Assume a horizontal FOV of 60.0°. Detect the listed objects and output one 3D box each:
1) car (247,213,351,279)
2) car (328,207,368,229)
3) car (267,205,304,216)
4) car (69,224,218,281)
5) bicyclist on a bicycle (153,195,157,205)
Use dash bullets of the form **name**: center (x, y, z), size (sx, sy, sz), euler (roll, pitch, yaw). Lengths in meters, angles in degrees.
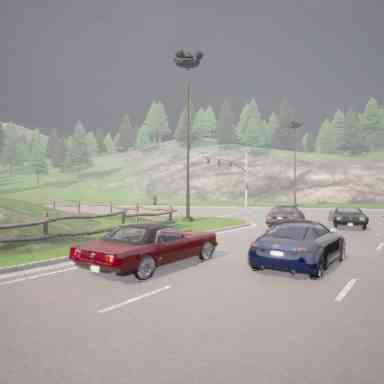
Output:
- **car**: center (3.349, 1.564, 10.256), size (1.994, 1.385, 4.181), euler (0, 0, 35)
- **car**: center (9.914, 1.601, 21.478), size (1.895, 1.301, 4.718), euler (0, 0, 18)
- **car**: center (6.033, 1.548, 21.329), size (2.033, 1.411, 5.357), euler (0, 0, 24)
- **car**: center (-1.107, 1.601, 9.982), size (1.895, 1.301, 4.718), euler (0, 0, 35)
- **bicyclist on a bicycle**: center (-5.785, 1.302, 51.925), size (0.582, 1.620, 1.656), euler (0, 0, 14)
